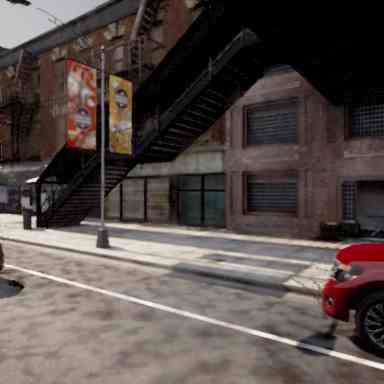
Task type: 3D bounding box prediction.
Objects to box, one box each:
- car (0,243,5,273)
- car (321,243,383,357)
[{"bbox_3d":[-6.714,1.484,8.768,4.674,1.442,1.812,0,0,35],"label":"car"},{"bbox_3d":[4.683,1.235,4.274,5.566,2.045,2.435,0,0,35],"label":"car"}]
